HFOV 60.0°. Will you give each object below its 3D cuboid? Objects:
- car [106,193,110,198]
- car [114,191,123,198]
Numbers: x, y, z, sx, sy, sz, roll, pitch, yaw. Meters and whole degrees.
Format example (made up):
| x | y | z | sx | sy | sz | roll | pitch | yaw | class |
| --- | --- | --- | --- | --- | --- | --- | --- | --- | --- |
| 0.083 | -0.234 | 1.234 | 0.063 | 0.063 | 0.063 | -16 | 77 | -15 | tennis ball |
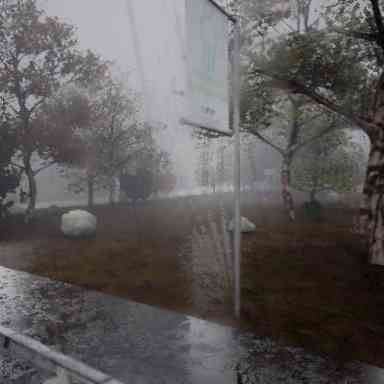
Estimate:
| x | y | z | sx | sy | sz | roll | pitch | yaw | class |
| --- | --- | --- | --- | --- | --- | --- | --- | --- | --- |
| -15.872 | 0.463 | 70.542 | 2.128 | 1.511 | 4.902 | 0 | 3 | 39 | car |
| -13.154 | 0.513 | 68.336 | 1.895 | 1.301 | 4.718 | 0 | 3 | 39 | car |
